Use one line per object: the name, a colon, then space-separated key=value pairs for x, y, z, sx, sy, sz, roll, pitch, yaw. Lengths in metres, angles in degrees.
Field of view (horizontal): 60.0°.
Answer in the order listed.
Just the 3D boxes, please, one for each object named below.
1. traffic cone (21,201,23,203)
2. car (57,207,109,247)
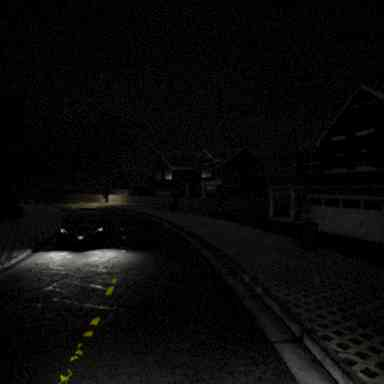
traffic cone: x=-28.263 y=1.646 z=55.318 sx=0.340 sy=0.580 sz=0.340 roll=0 pitch=1 yaw=43
car: x=-4.715 y=1.445 z=14.890 sx=1.812 sy=1.442 sz=4.674 roll=0 pitch=0 yaw=-12
